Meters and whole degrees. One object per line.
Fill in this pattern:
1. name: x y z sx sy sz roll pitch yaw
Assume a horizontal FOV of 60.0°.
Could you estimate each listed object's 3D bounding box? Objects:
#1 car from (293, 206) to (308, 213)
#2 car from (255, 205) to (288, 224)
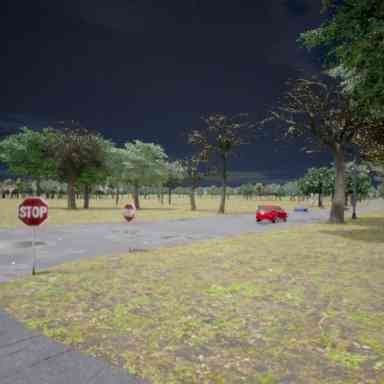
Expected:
1. car: 22.737 3.608 69.548 1.882 1.535 5.008 1 -1 36
2. car: 9.392 2.556 39.016 2.150 2.045 5.566 1 -1 36
